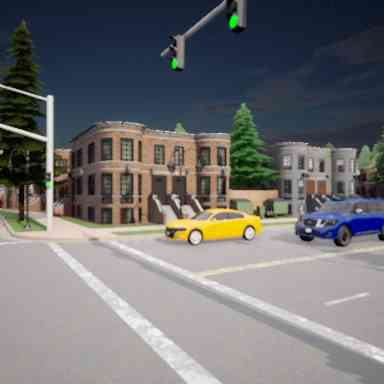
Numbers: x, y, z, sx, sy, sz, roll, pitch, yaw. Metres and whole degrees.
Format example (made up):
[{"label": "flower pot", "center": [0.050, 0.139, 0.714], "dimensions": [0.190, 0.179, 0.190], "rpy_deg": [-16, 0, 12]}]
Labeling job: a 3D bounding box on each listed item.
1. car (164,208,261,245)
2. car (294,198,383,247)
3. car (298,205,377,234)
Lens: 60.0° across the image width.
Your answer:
[{"label": "car", "center": [1.079, 1.578, 16.105], "dimensions": [5.008, 1.535, 1.882], "rpy_deg": [0, 0, -31]}, {"label": "car", "center": [7.401, 1.320, 15.823], "dimensions": [5.566, 2.045, 2.150], "rpy_deg": [0, 0, -31]}, {"label": "car", "center": [9.190, 1.622, 20.958], "dimensions": [4.902, 1.511, 2.128], "rpy_deg": [0, 0, -31]}]
